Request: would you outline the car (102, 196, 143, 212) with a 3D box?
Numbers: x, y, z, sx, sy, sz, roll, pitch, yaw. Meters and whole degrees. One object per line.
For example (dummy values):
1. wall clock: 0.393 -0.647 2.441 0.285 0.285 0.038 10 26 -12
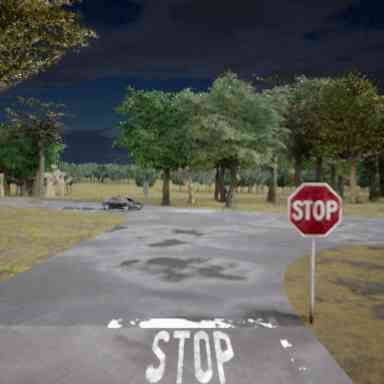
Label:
1. car: -7.294 1.219 34.864 4.892 1.490 1.837 1 2 35
